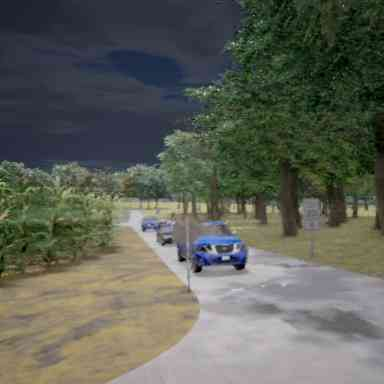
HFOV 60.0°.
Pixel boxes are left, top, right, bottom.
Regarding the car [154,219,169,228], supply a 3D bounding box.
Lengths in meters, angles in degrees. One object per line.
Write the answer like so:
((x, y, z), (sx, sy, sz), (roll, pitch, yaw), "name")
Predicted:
((-5.055, 5.146, 55.265), (1.895, 1.301, 4.718), (-1, -3, -12), "car")

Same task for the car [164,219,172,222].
((-2.817, 4.472, 45.219), (1.812, 1.442, 4.674), (-1, -3, -12), "car")

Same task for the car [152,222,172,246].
((-1.733, 3.437, 26.693), (2.033, 1.411, 5.357), (-1, -3, -12), "car")

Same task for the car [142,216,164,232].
((-5.447, 4.165, 43.882), (2.150, 2.045, 5.566), (-1, -3, -12), "car")

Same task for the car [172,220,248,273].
((0.716, 2.365, 15.444), (2.150, 2.045, 5.566), (-1, -4, -12), "car")
